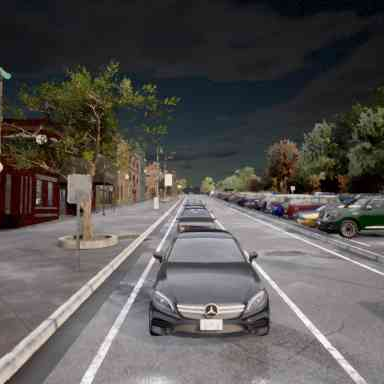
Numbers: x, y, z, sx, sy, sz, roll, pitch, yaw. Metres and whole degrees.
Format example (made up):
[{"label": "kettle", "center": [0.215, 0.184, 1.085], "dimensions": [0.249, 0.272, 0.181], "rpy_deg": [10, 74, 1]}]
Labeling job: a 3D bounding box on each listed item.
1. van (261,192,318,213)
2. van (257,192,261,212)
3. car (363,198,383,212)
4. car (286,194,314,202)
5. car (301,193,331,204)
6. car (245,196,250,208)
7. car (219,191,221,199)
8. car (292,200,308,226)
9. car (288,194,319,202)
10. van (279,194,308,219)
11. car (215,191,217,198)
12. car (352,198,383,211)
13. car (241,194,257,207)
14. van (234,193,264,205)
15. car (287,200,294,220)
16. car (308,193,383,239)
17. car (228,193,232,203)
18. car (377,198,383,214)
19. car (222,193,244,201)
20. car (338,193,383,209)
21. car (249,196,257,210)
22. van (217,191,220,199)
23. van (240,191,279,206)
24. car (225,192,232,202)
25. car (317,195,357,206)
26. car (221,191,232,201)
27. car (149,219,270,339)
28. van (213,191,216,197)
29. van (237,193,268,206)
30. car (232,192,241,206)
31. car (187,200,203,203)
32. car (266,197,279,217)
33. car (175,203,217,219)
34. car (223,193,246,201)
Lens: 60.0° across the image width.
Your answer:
[{"label": "van", "center": [9.076, 1.230, 31.023], "dimensions": [4.442, 1.987, 1.878], "rpy_deg": [0, 0, 0]}, {"label": "van", "center": [9.291, 1.222, 33.826], "dimensions": [4.442, 1.987, 1.878], "rpy_deg": [0, 0, 0]}, {"label": "car", "center": [22.201, 1.468, 37.389], "dimensions": [4.792, 1.488, 2.163], "rpy_deg": [0, 0, 0]}, {"label": "car", "center": [22.031, 1.187, 67.930], "dimensions": [4.892, 1.521, 2.231], "rpy_deg": [0, 1, 0]}, {"label": "car", "center": [22.112, 1.135, 59.602], "dimensions": [4.553, 1.767, 2.185], "rpy_deg": [0, 1, 0]}, {"label": "car", "center": [9.134, 1.465, 39.437], "dimensions": [4.674, 1.452, 2.002], "rpy_deg": [0, 0, 0]}, {"label": "car", "center": [8.920, 0.937, 67.468], "dimensions": [5.566, 2.045, 2.435], "rpy_deg": [0, 1, 0]}, {"label": "car", "center": [9.083, 1.466, 19.806], "dimensions": [5.366, 1.575, 1.946], "rpy_deg": [0, 0, 0]}, {"label": "car", "center": [21.859, 1.208, 65.152], "dimensions": [5.366, 1.575, 1.946], "rpy_deg": [0, 1, 0]}, {"label": "van", "center": [9.347, 1.237, 25.414], "dimensions": [4.442, 1.987, 1.878], "rpy_deg": [0, 0, 0]}, {"label": "car", "center": [8.849, 1.064, 81.486], "dimensions": [5.008, 1.535, 2.097], "rpy_deg": [0, 1, 0]}, {"label": "car", "center": [22.240, 1.451, 40.173], "dimensions": [4.792, 1.488, 2.163], "rpy_deg": [0, 0, 0]}, {"label": "car", "center": [9.124, 1.408, 42.239], "dimensions": [4.892, 1.521, 2.231], "rpy_deg": [0, 0, 0]}, {"label": "van", "center": [9.159, 1.088, 53.454], "dimensions": [4.442, 1.987, 1.878], "rpy_deg": [0, 1, 0]}, {"label": "car", "center": [9.252, 1.506, 22.610], "dimensions": [4.674, 1.452, 2.002], "rpy_deg": [0, 0, 0]}, {"label": "car", "center": [9.258, 1.220, 17.003], "dimensions": [5.566, 2.045, 2.435], "rpy_deg": [0, 0, 0]}, {"label": "car", "center": [9.017, 1.290, 56.258], "dimensions": [4.892, 1.521, 2.231], "rpy_deg": [0, 1, 0]}, {"label": "car", "center": [22.433, 1.443, 34.619], "dimensions": [5.366, 1.575, 1.946], "rpy_deg": [0, 0, 0]}, {"label": "car", "center": [8.879, 1.013, 73.075], "dimensions": [4.553, 1.767, 2.185], "rpy_deg": [0, 1, 0]}, {"label": "car", "center": [22.164, 1.152, 42.945], "dimensions": [5.566, 2.045, 2.435], "rpy_deg": [0, 0, 0]}, {"label": "car", "center": [9.184, 1.469, 36.629], "dimensions": [4.792, 1.488, 2.163], "rpy_deg": [0, 0, 0]}, {"label": "van", "center": [8.757, 0.863, 78.680], "dimensions": [4.442, 1.987, 1.878], "rpy_deg": [0, 1, 0]}, {"label": "van", "center": [9.215, 1.163, 45.046], "dimensions": [4.442, 1.987, 1.878], "rpy_deg": [0, 0, 0]}, {"label": "car", "center": [8.983, 1.279, 61.864], "dimensions": [4.674, 1.452, 2.002], "rpy_deg": [0, 1, 0]}, {"label": "car", "center": [22.323, 1.332, 51.276], "dimensions": [5.366, 1.575, 1.946], "rpy_deg": [0, 1, 0]}, {"label": "car", "center": [8.939, 0.962, 64.665], "dimensions": [5.566, 2.045, 2.435], "rpy_deg": [0, 1, 0]}, {"label": "car", "center": [0.256, 1.524, 6.801], "dimensions": [1.812, 1.442, 4.674], "rpy_deg": [0, 0, 0]}, {"label": "van", "center": [8.681, 0.763, 89.892], "dimensions": [4.442, 1.987, 1.878], "rpy_deg": [0, 1, 0]}, {"label": "van", "center": [9.178, 1.113, 50.650], "dimensions": [4.442, 1.987, 1.878], "rpy_deg": [0, 1, 0]}, {"label": "car", "center": [9.052, 1.112, 47.845], "dimensions": [5.566, 2.045, 2.435], "rpy_deg": [0, 1, 0]}, {"label": "car", "center": [0.231, 1.442, 29.828], "dimensions": [2.128, 1.511, 4.902], "rpy_deg": [0, 0, 0]}, {"label": "car", "center": [9.206, 1.460, 28.217], "dimensions": [5.008, 1.535, 2.097], "rpy_deg": [0, 0, 0]}, {"label": "car", "center": [0.200, 1.532, 17.380], "dimensions": [2.033, 1.411, 5.357], "rpy_deg": [0, 0, 0]}, {"label": "car", "center": [8.898, 1.038, 70.272], "dimensions": [4.553, 1.767, 2.185], "rpy_deg": [0, 1, 0]}]
